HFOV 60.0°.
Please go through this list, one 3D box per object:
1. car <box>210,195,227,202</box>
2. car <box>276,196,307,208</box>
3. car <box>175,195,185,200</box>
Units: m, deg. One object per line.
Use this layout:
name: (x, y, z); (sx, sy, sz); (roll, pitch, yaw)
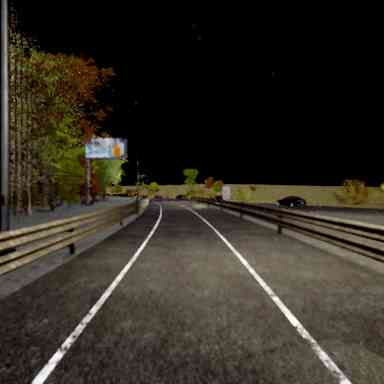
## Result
car: (5.310, 1.418, 66.899); (1.837, 1.490, 4.892); (0, 0, -21)
car: (13.433, 1.316, 45.351); (1.882, 1.535, 5.008); (0, 0, -21)
car: (-3.176, 1.506, 89.405); (1.812, 1.442, 4.674); (0, 0, -21)
